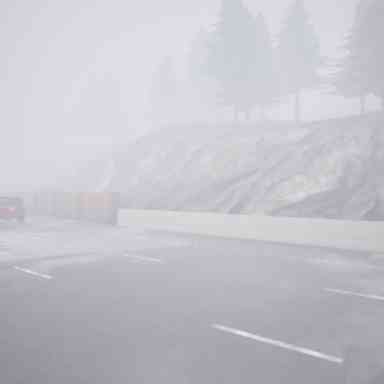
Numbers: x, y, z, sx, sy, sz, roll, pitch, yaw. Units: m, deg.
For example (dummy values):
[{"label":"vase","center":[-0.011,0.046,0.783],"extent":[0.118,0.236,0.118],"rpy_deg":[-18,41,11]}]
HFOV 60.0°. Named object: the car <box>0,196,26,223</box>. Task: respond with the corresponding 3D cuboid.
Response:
[{"label":"car","center":[-14.789,1.345,25.840],"extent":[2.150,2.045,5.566],"rpy_deg":[0,0,-44]}]
